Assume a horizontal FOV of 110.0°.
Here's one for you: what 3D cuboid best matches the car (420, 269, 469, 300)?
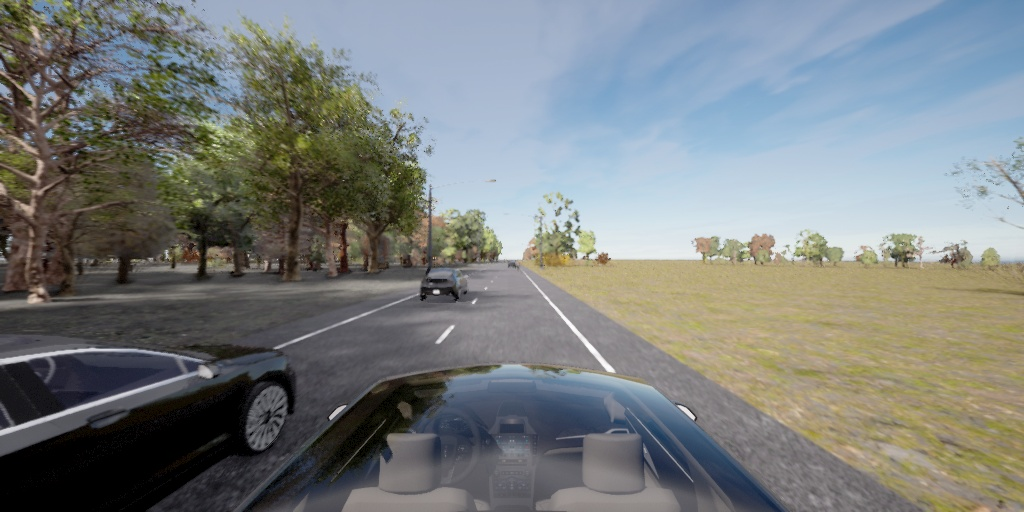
[{"bbox_3d":[-3.397,1.386,18.535,1.837,1.490,4.892,0,0,0],"label":"car"}]

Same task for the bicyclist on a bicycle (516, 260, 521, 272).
[{"bbox_3d":[0.976,1.573,49.207,0.582,1.620,1.656,0,-1,0],"label":"bicyclist on a bicycle"}]

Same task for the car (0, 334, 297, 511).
[{"bbox_3d":[-3.397,1.246,2.197,2.128,1.511,4.902,0,0,0],"label":"car"}]
